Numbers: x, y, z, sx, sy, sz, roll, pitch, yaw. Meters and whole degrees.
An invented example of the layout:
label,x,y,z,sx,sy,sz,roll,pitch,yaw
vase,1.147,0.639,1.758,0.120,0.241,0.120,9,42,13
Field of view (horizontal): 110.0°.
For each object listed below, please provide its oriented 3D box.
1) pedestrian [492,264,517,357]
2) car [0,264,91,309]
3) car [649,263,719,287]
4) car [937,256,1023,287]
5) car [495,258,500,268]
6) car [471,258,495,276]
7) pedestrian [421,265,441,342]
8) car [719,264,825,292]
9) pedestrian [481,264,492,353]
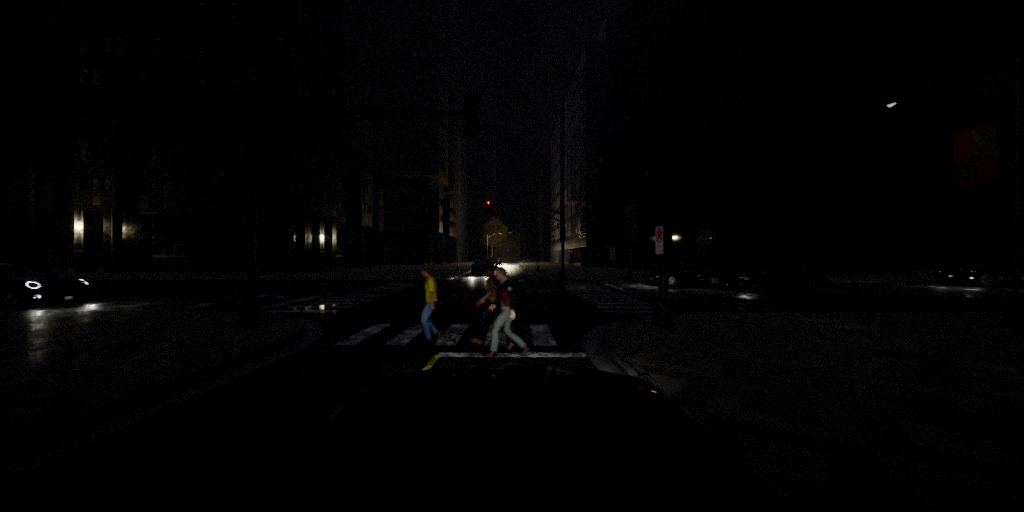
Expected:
label,x,y,z,sx,sy,sz,roll,pitch,yaw
pedestrian,-0.146,1.042,7.043,0.375,1.860,0.375,0,0,0
car,-19.998,1.093,14.377,4.553,1.767,2.097,0,0,0
car,11.841,1.250,24.226,4.892,1.490,1.837,-1,0,-1
car,32.311,0.997,24.135,5.566,2.045,2.150,0,0,0
car,-3.132,1.094,50.625,2.097,1.767,4.553,0,0,0
car,-3.113,1.219,37.539,1.882,1.535,5.008,0,0,1
pedestrian,-1.911,1.042,8.282,0.375,1.860,0.375,0,0,0
car,15.299,1.236,20.952,5.008,1.535,1.882,0,0,0
pedestrian,-0.404,1.042,7.680,0.375,1.860,0.375,0,0,0
